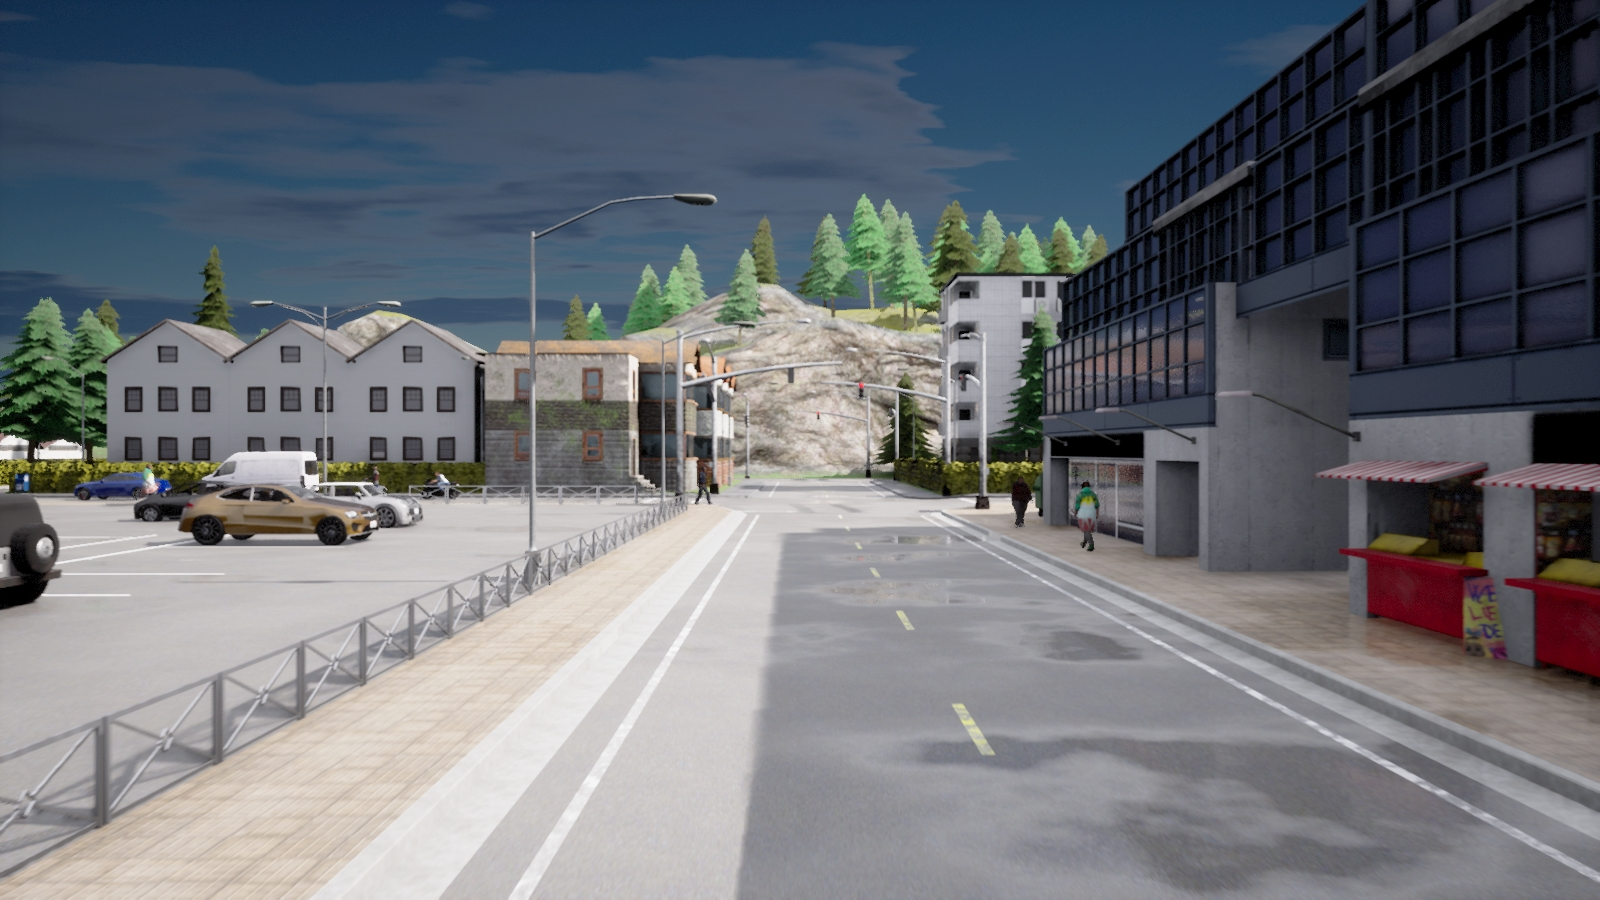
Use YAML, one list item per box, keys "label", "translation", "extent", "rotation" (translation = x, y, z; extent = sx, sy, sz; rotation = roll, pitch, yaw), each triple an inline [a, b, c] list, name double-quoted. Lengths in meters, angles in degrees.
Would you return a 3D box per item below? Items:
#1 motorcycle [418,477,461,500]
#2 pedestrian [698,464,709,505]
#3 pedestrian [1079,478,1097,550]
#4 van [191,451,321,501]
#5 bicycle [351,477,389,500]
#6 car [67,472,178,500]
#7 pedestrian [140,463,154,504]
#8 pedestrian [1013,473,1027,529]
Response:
- label: "motorcycle"
  translation: [-19.007, 2.028, 60.284]
  extent: [2.033, 1.145, 0.803]
  rotation: [0, 0, 0]
- label: "pedestrian"
  translation: [-4.392, 1.565, 51.980]
  extent: [0.375, 1.860, 0.375]
  rotation: [0, 0, 31]
- label: "pedestrian"
  translation: [7.557, 1.681, 29.975]
  extent: [0.375, 1.860, 0.375]
  rotation: [0, 0, -4]
- label: "van"
  translation: [-28.627, 1.350, 60.284]
  extent: [5.915, 2.561, 1.988]
  rotation: [0, 0, 0]
- label: "bicycle"
  translation: [-22.699, 2.025, 60.336]
  extent: [1.835, 1.171, 0.329]
  rotation: [0, 0, 0]
- label: "car"
  translation: [-35.730, 1.897, 60.311]
  extent: [4.674, 1.442, 2.002]
  rotation: [0, 0, 0]
- label: "pedestrian"
  translation: [-29.426, 1.515, 51.480]
  extent: [0.375, 1.860, 0.375]
  rotation: [0, 0, 7]
- label: "pedestrian"
  translation: [7.297, 1.684, 37.938]
  extent: [0.375, 1.860, 0.375]
  rotation: [0, 0, -5]
